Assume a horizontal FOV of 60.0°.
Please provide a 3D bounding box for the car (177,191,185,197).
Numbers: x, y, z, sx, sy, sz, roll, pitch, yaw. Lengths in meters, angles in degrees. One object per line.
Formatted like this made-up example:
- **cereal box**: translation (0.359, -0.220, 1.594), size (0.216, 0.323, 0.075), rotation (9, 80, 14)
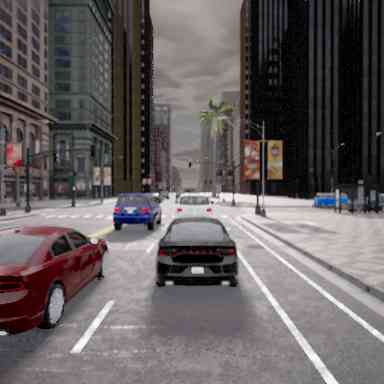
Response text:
- **car**: translation (-3.082, 0.602, 93.410), size (2.097, 1.767, 4.553), rotation (0, 0, 0)

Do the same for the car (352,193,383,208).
- **car**: translation (22.817, 1.023, 41.122), size (5.009, 1.841, 2.192), rotation (0, 1, 0)

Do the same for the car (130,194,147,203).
- **car**: translation (-9.693, 1.110, 60.723), size (2.128, 1.511, 4.902), rotation (0, 0, 1)

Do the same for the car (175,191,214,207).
- **car**: translation (0.138, 1.094, 19.943), size (2.150, 2.045, 5.566), rotation (0, 0, 0)

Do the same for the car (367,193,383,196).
- **car**: translation (21.961, 1.085, 38.462), size (4.553, 1.767, 2.097), rotation (0, 1, 0)

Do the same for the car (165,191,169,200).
- **car**: translation (-6.364, 0.751, 75.610), size (2.150, 2.045, 5.566), rotation (0, 0, 0)

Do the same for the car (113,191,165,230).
- **car**: translation (-3.143, 1.094, 20.008), size (2.150, 2.045, 5.566), rotation (0, 0, 2)

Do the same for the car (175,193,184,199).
- **car**: translation (-3.101, 0.971, 83.022), size (1.837, 1.490, 4.892), rotation (0, 0, 0)

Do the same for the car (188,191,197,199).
- **car**: translation (0.150, 0.694, 83.461), size (2.150, 2.045, 5.566), rotation (0, 0, 0)

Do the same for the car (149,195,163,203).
- **car**: translation (-6.449, 1.222, 60.129), size (1.895, 1.301, 4.718), rotation (0, 0, 1)

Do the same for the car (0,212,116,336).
- **car**: translation (-3.140, 1.433, 6.836), size (1.882, 1.535, 5.008), rotation (0, 1, 0)

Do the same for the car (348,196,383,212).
- **car**: translation (17.129, 1.341, 32.609), size (4.403, 1.369, 2.008), rotation (0, 1, 0)

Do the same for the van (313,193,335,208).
- **van**: translation (17.140, 1.053, 41.131), size (3.998, 1.788, 1.690), rotation (0, 1, 0)

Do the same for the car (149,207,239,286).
- **car**: translation (0.116, 1.418, 9.232), size (1.882, 1.535, 5.008), rotation (0, 1, 0)

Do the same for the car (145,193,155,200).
- **car**: translation (-9.614, 1.046, 76.174), size (1.812, 1.442, 4.674), rotation (0, 0, 0)

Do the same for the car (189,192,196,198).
- **car**: translation (0.169, 0.802, 93.852), size (2.033, 1.411, 5.357), rotation (0, 0, 0)
